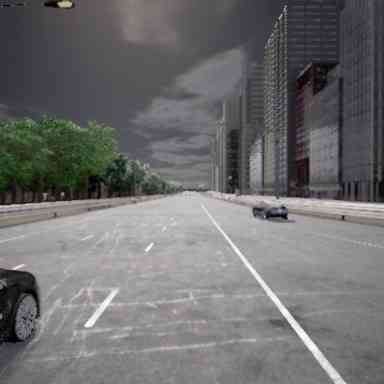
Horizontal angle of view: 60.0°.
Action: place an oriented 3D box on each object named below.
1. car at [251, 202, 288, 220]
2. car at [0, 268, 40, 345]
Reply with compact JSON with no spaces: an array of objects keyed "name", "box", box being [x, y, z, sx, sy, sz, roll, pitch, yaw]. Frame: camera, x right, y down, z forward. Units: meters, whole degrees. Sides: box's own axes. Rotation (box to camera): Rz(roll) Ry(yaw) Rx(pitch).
[{"name":"car","box":[6.790,1.589,29.430,2.163,1.488,4.792,0,0,-9]},{"name":"car","box":[-3.402,1.500,3.551,2.128,1.511,4.902,0,0,0]}]
